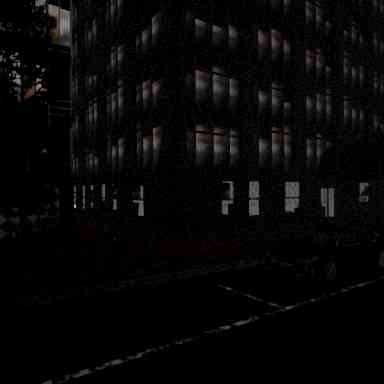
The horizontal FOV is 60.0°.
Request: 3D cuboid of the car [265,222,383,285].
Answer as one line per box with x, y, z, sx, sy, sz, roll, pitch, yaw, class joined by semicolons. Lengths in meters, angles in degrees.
3.932;1.549;9.401;4.403;1.369;2.008;0;-1;-36;car
